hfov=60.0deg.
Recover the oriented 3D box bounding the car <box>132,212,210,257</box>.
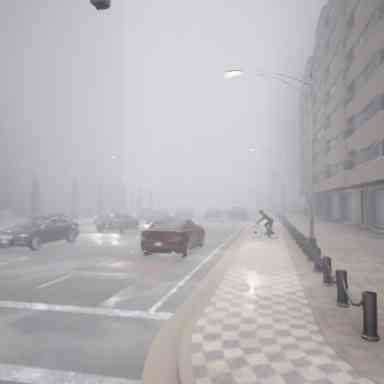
[{"bbox_3d":[-0.718,1.919,15.147,1.882,1.535,5.008,0,-2,14],"label":"car"}]

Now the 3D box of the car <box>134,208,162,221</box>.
[{"bbox_3d":[-5.451,2.749,41.954,1.837,1.490,4.892,0,-2,13],"label":"car"}]

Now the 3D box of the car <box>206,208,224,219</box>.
[{"bbox_3d":[2.942,2.925,46.473,1.812,1.442,4.674,0,-2,13],"label":"car"}]

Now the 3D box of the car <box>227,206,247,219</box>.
[{"bbox_3d":[6.464,2.749,46.176,2.097,1.767,4.553,0,-2,13],"label":"car"}]

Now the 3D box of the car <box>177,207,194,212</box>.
[{"bbox_3d":[-1.080,2.831,45.237,1.882,1.535,5.008,0,-2,13],"label":"car"}]

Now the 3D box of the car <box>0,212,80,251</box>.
[{"bbox_3d":[-7.627,1.971,16.871,2.128,1.511,4.902,0,-2,13],"label":"car"}]

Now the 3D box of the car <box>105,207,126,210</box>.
[{"bbox_3d":[-7.688,2.298,32.262,2.097,1.767,4.553,0,-2,13],"label":"car"}]

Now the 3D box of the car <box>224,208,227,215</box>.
[{"bbox_3d":[5.223,3.311,56.550,1.895,1.301,4.718,0,-2,12],"label":"car"}]

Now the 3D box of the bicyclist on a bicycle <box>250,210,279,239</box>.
[{"bbox_3d":[4.146,1.873,19.087,1.656,1.620,0.582,-1,-2,13],"label":"bicyclist on a bicycle"}]

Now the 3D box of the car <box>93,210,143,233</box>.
[{"bbox_3d":[-5.638,2.311,25.554,1.994,1.385,4.181,0,-2,13],"label":"car"}]

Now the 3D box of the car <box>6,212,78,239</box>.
[{"bbox_3d":[-9.922,2.151,22.527,1.837,1.490,4.892,0,-2,13],"label":"car"}]

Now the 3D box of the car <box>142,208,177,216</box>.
[{"bbox_3d":[-3.409,2.610,35.269,1.994,1.385,4.181,0,-2,13],"label":"car"}]
